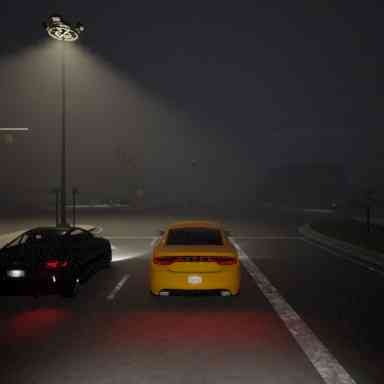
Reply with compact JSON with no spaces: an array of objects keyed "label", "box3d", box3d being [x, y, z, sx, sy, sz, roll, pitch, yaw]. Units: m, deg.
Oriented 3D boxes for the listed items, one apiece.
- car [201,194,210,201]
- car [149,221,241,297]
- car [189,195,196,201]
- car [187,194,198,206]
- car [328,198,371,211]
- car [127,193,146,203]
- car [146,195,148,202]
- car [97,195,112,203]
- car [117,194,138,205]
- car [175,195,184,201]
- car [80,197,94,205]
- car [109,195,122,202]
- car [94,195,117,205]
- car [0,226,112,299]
[{"label":"car","box3d":[3.612,1.588,87.499,1.895,1.301,4.718,0,0,0]},{"label":"car","box3d":[0.076,1.478,8.651,1.882,1.535,5.008,0,0,0]},{"label":"car","box3d":[0.111,1.491,87.057,1.837,1.490,4.892,0,0,0]},{"label":"car","box3d":[0.072,1.526,56.447,1.812,1.442,4.674,0,0,0]},{"label":"car","box3d":[18.810,1.505,39.823,4.892,1.490,1.837,0,0,-1]},{"label":"car","box3d":[-11.418,1.352,68.082,2.097,1.767,4.553,0,0,0]},{"label":"car","box3d":[-11.400,1.500,78.256,1.837,1.490,4.892,0,0,0]},{"label":"car","box3d":[-18.411,1.500,69.897,1.837,1.490,4.892,0,0,0]},{"label":"car","box3d":[-11.499,1.547,58.964,2.033,1.411,5.357,0,0,0]},{"label":"car","box3d":[-3.388,1.517,87.478,1.812,1.442,4.674,0,0,0]},{"label":"car","box3d":[-18.484,1.601,59.747,1.895,1.301,4.718,0,0,0]},{"label":"car","box3d":[-18.398,1.500,80.076,1.837,1.490,4.892,0,0,0]},{"label":"car","box3d":[-15.003,1.564,57.764,1.994,1.385,4.181,0,0,0]},{"label":"car","box3d":[-3.425,1.564,8.522,1.994,1.385,4.181,0,0,0]}]
